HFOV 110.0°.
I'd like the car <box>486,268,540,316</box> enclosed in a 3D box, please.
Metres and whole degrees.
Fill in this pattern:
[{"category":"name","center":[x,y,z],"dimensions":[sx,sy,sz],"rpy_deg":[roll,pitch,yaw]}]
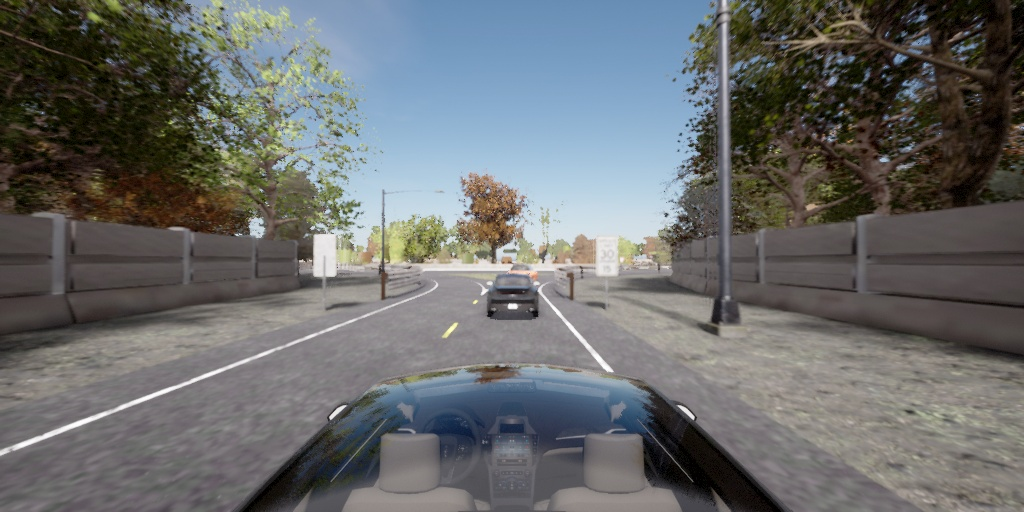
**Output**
[{"category":"car","center":[0.043,1.422,14.137],"dimensions":[1.837,1.490,4.892],"rpy_deg":[0,0,0]}]

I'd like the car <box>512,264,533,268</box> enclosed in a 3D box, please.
[{"category":"car","center":[0.918,1.463,28.811],"dimensions":[2.097,1.767,4.553],"rpy_deg":[0,-1,11]}]
